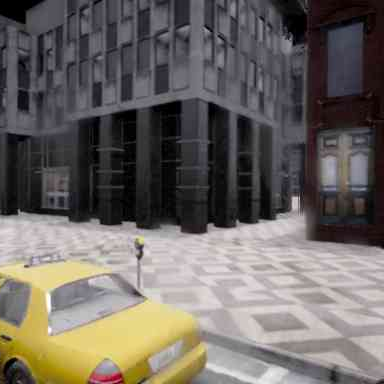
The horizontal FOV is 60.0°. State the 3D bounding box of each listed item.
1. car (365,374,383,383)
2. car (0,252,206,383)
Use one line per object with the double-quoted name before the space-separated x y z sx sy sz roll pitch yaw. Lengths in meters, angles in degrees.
"car" 2.601 1.451 1.105 4.097 1.590 1.967 0 0 35
"car" -2.127 1.497 4.476 4.829 1.417 1.752 0 0 35
